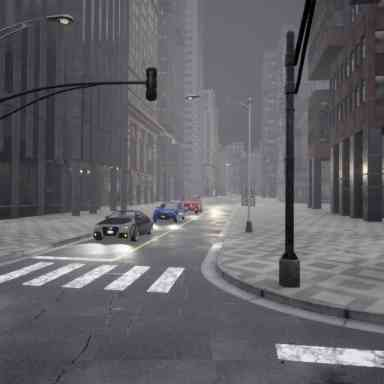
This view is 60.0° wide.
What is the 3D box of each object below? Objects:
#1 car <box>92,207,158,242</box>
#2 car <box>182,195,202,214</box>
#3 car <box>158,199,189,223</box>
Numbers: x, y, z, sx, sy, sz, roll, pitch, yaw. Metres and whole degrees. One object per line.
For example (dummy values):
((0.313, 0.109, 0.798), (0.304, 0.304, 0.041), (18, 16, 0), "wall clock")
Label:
((-3.372, 1.632, 16.964), (1.994, 1.385, 4.181), (0, 0, 9), "car")
((-0.139, 1.361, 37.812), (2.150, 2.045, 5.566), (0, 0, 9), "car")
((-1.781, 1.581, 27.254), (1.882, 1.535, 5.008), (0, 0, 8), "car")
